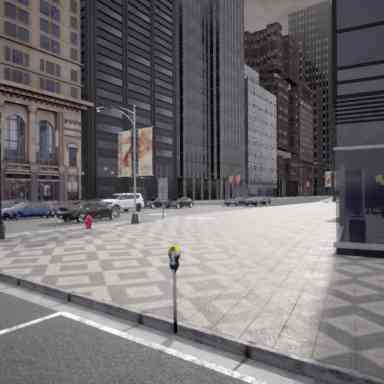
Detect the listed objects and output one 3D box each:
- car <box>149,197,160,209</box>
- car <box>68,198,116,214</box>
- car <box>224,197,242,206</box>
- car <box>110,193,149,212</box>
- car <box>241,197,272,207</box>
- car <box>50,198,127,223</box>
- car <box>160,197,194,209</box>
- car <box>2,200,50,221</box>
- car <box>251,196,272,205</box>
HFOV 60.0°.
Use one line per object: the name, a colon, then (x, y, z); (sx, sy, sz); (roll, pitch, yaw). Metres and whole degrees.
car: (-4.966, 1.449, 45.283); (1.837, 1.490, 4.892); (-1, 0, 35)
car: (-10.969, 1.473, 36.801); (1.837, 1.490, 4.892); (-1, 0, 35)
car: (6.794, 1.420, 50.410); (2.033, 1.411, 5.357); (-1, 0, 36)
car: (-7.609, 1.162, 35.931); (2.150, 2.045, 5.566); (-1, 0, 35)
car: (9.540, 1.449, 48.660); (1.895, 1.301, 4.718); (-1, 0, 36)
car: (-7.473, 1.418, 24.506); (1.837, 1.490, 4.892); (-1, 0, 35)
car: (-1.636, 1.422, 44.361); (1.837, 1.490, 4.892); (-1, 0, 35)
car: (-13.483, 1.513, 27.610); (2.033, 1.411, 5.357); (-1, 0, 35)
car: (12.297, 1.462, 58.300); (1.895, 1.301, 4.718); (-1, 0, 35)
